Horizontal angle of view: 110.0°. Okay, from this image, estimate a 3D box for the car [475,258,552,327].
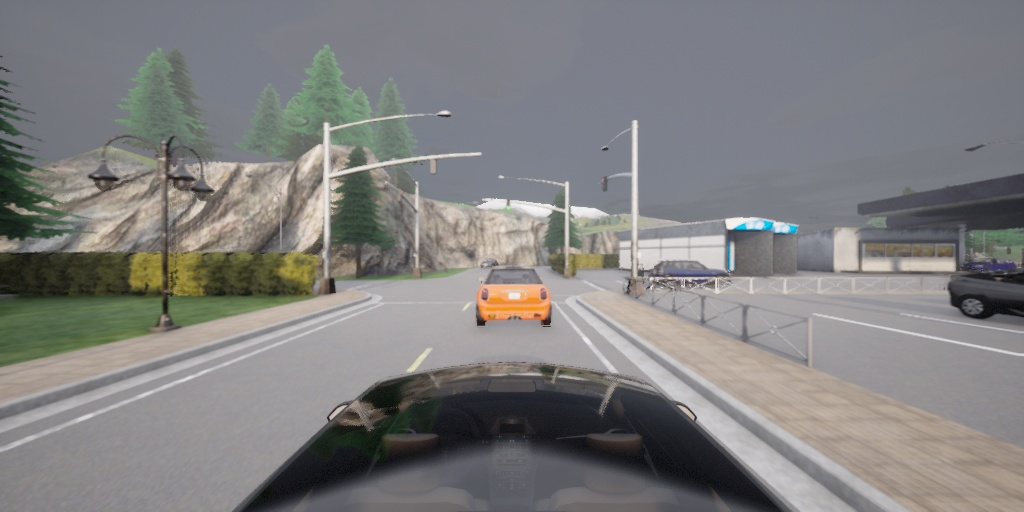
[{"bbox_3d":[-0.062,1.070,11.584,2.097,1.767,4.553,0,0,-3],"label":"car"}]

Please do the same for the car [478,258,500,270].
[{"bbox_3d":[-3.258,1.079,51.132,2.128,1.511,4.902,0,0,9],"label":"car"}]

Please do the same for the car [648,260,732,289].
[{"bbox_3d":[10.926,1.035,22.063,4.553,1.767,2.097,0,0,1],"label":"car"}]
